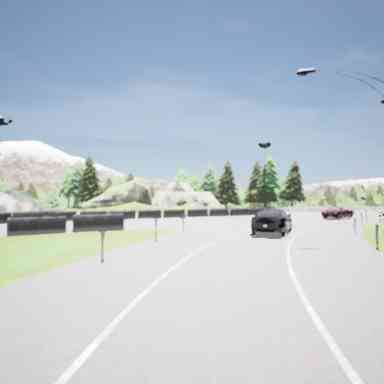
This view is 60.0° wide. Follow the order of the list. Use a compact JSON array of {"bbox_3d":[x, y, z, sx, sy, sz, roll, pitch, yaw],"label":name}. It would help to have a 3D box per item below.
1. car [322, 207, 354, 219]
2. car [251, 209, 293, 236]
[{"bbox_3d":[16.116,2.293,36.557,4.718,1.301,1.895,2,-3,-45],"label":"car"},{"bbox_3d":[5.004,1.778,20.575,1.882,1.535,5.008,-1,-2,23],"label":"car"}]
